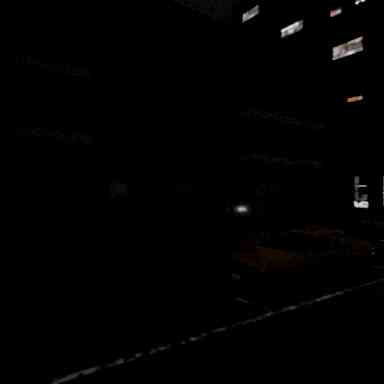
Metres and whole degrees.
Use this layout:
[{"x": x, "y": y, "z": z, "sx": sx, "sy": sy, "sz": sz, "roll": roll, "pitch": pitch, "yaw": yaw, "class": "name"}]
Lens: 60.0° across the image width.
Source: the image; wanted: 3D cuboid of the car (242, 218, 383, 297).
[{"x": 2.923, "y": 1.545, "z": 8.632, "sx": 4.829, "sy": 1.417, "sz": 1.752, "roll": 0, "pitch": 1, "yaw": -36, "class": "car"}]

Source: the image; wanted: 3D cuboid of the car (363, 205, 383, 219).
[{"x": 7.598, "y": 1.350, "z": 11.965, "sx": 5.009, "sy": 1.841, "sz": 2.192, "roll": 0, "pitch": 1, "yaw": -36, "class": "car"}]

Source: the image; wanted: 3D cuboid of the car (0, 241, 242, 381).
[{"x": -1.472, "y": 1.571, "z": 5.496, "sx": 4.313, "sy": 1.339, "sz": 1.947, "roll": 0, "pitch": 1, "yaw": -36, "class": "car"}]
